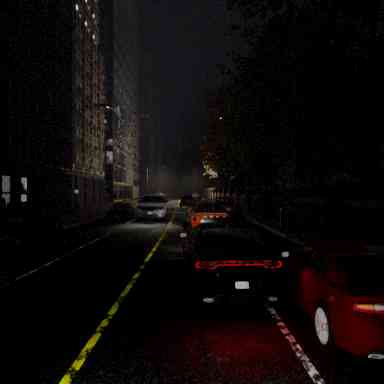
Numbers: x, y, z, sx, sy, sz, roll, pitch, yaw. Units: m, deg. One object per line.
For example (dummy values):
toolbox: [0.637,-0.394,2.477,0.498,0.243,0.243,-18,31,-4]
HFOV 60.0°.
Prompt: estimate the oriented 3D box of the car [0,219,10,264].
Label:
car: [-5.823,1.314,6.013,2.192,1.841,5.009,0,0,0]

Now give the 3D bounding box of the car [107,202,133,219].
car: [-5.989,1.532,28.320,1.947,1.339,4.313,0,0,-1]

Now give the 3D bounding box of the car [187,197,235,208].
car: [0.908,1.338,18.328,2.097,1.767,4.553,0,0,0]

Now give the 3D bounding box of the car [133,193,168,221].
car: [-3.143,1.191,27.152,2.150,2.045,5.566,0,0,-1]

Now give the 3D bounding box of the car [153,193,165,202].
car: [-7.098,1.154,72.793,2.192,1.841,5.009,0,0,-1]

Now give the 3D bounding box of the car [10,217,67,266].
car: [-5.816,1.561,11.574,1.947,1.339,4.313,0,0,0]

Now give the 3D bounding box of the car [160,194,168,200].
car: [-7.515,1.336,89.470,2.008,1.369,4.403,0,0,-1]

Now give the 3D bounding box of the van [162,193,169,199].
van: [-7.652,1.106,95.028,1.690,1.788,3.998,0,0,-1]

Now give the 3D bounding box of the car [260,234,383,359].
car: [2.702,1.544,6.056,1.887,1.381,4.507,0,0,0]

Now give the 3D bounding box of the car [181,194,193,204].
car: [-0.937,1.231,59.585,2.097,1.767,4.553,0,0,-1]

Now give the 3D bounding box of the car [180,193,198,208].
car: [-0.591,1.269,46.358,2.097,1.767,4.553,0,0,-1]

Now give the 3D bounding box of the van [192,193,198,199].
van: [0.877,1.108,94.976,1.690,1.788,3.998,0,0,-1]

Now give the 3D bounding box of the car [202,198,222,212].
car: [2.263,1.488,39.395,2.008,1.369,4.403,0,0,-1]

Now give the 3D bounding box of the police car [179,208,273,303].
police car: [0.741,1.423,8.401,1.930,1.638,5.238,0,0,-3]

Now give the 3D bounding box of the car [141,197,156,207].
car: [-6.544,1.486,50.561,1.802,1.307,4.206,0,0,-1]

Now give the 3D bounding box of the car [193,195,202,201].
car: [1.291,1.374,78.302,2.008,1.369,4.403,0,0,-1]

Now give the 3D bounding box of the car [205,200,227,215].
car: [2.402,1.535,33.838,1.802,1.307,4.206,0,0,-1]

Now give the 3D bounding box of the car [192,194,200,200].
car: [1.015,1.227,89.418,1.967,1.590,4.097,0,0,-1]

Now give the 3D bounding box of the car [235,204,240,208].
car: [2.653,1.562,22.713,1.802,1.307,4.206,0,0,-1]

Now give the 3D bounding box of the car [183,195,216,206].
car: [0.700,1.328,24.378,2.097,1.767,4.553,0,0,1]
